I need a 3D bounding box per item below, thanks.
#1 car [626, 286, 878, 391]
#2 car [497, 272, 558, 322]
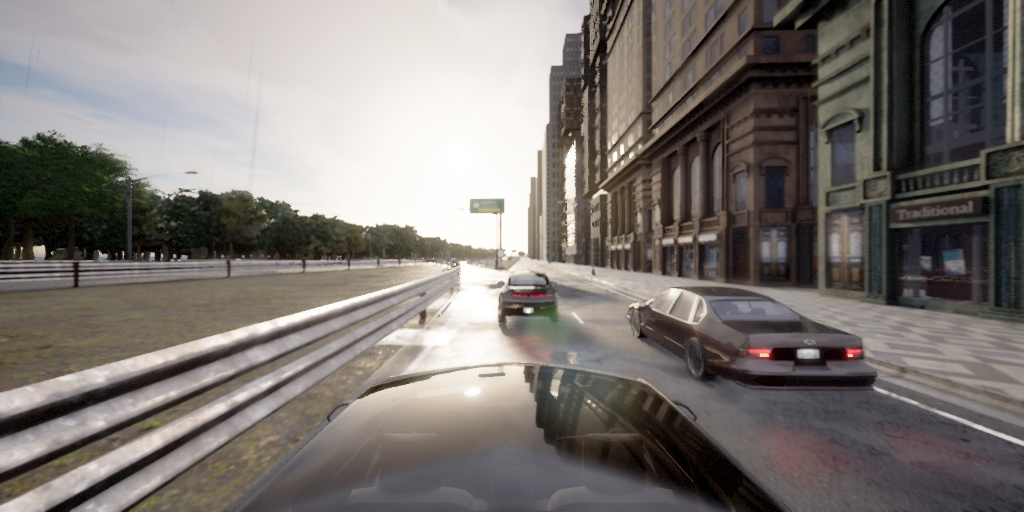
[{"bbox_3d":[3.878,1.313,7.117,2.033,1.411,5.357,0,0,2],"label":"car"},{"bbox_3d":[0.532,1.294,12.539,1.837,1.490,4.892,0,0,2],"label":"car"}]
